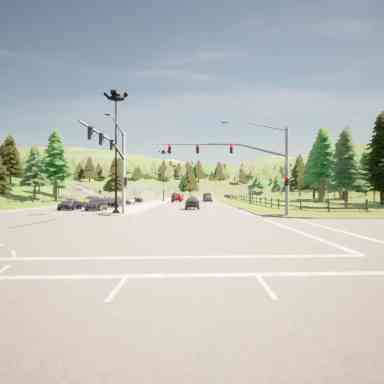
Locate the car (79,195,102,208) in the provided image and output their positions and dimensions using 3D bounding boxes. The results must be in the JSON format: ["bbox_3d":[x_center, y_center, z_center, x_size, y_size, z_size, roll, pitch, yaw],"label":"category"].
[{"bbox_3d":[-15.060,1.352,49.714,2.097,1.767,4.553,0,0,0],"label":"car"}]

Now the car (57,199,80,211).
[{"bbox_3d":[-15.060,1.564,41.207,1.994,1.385,4.181,0,0,1],"label":"car"}]

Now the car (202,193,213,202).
[{"bbox_3d":[3.587,1.536,73.774,2.033,1.411,5.357,0,0,1],"label":"car"}]

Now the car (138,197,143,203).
[{"bbox_3d":[-11.449,1.595,69.889,1.895,1.301,4.718,0,0,0],"label":"car"}]

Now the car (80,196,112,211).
[{"bbox_3d":[-11.572,1.505,40.374,1.837,1.490,4.892,0,0,0],"label":"car"}]

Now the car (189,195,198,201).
[{"bbox_3d":[0.316,1.466,84.463,2.128,1.511,4.902,0,0,2],"label":"car"}]

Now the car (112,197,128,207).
[{"bbox_3d":[-11.564,1.547,50.112,2.033,1.411,5.357,0,0,0],"label":"car"}]

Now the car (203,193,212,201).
[{"bbox_3d":[3.815,1.166,84.398,2.150,2.045,5.566,0,0,2],"label":"car"}]

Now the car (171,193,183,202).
[{"bbox_3d":[-3.413,1.220,73.812,2.150,2.045,5.566,0,0,1],"label":"car"}]

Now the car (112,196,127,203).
[{"bbox_3d":[-14.950,1.595,68.736,1.895,1.301,4.718,0,0,0],"label":"car"}]

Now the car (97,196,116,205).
[{"bbox_3d":[-15.032,1.491,58.593,2.128,1.511,4.902,0,0,0],"label":"car"}]

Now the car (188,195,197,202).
[{"bbox_3d":[0.091,1.474,74.192,1.882,1.535,5.008,0,0,1],"label":"car"}]

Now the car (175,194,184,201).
[{"bbox_3d":[-3.183,1.419,84.557,1.882,1.535,5.008,0,0,2],"label":"car"}]

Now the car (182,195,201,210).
[{"bbox_3d":[0.029,1.504,43.173,1.837,1.490,4.892,0,0,0],"label":"car"}]

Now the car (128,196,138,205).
[{"bbox_3d":[-11.537,1.600,59.696,1.895,1.301,4.718,0,0,1],"label":"car"}]
